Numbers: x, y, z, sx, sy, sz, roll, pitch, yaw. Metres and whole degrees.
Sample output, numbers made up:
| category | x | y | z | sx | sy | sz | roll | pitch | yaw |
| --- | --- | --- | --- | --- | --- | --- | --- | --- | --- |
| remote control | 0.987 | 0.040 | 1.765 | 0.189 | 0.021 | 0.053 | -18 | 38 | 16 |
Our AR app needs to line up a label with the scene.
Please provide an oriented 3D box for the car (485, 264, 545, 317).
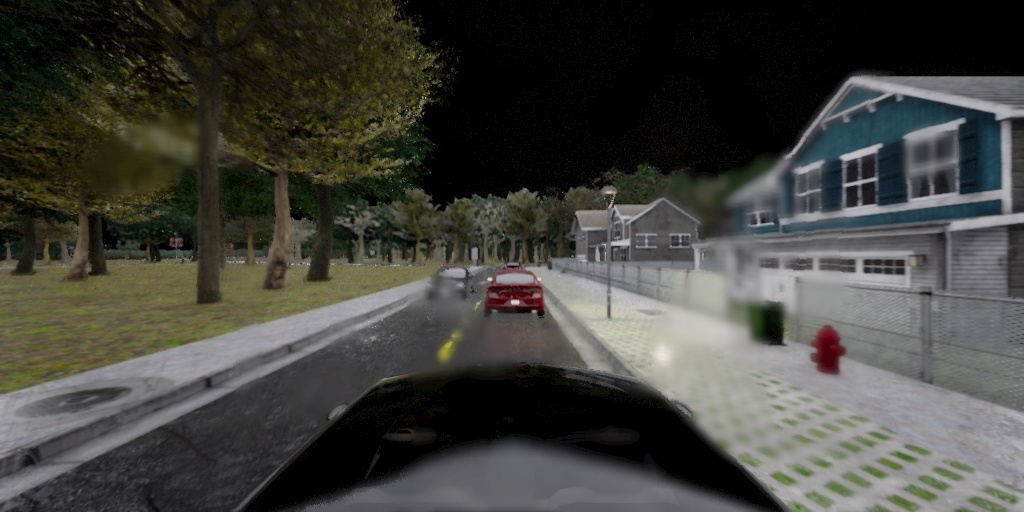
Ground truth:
| category | x | y | z | sx | sy | sz | roll | pitch | yaw |
| --- | --- | --- | --- | --- | --- | --- | --- | --- | --- |
| car | 0.098 | 1.222 | 13.154 | 1.882 | 1.535 | 5.008 | 0 | 0 | 0 |

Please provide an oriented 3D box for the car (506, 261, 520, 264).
| category | x | y | z | sx | sy | sz | roll | pitch | yaw |
| --- | --- | --- | --- | --- | --- | --- | --- | --- | --- |
| car | 0.101 | 1.249 | 34.048 | 1.837 | 1.490 | 4.892 | 0 | 0 | 0 |

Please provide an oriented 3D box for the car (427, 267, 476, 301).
| category | x | y | z | sx | sy | sz | roll | pitch | yaw |
| --- | --- | --- | --- | --- | --- | --- | --- | --- | --- |
| car | -2.850 | 1.268 | 17.599 | 1.812 | 1.442 | 4.674 | 0 | 0 | 0 |
